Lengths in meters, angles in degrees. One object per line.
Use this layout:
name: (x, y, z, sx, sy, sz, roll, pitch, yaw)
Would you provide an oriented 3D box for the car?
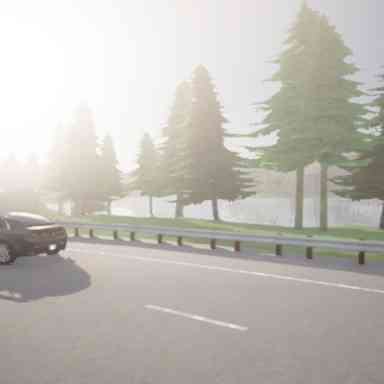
car: (-6.486, 1.460, 11.455, 4.892, 1.490, 1.837, 0, 0, 27)
